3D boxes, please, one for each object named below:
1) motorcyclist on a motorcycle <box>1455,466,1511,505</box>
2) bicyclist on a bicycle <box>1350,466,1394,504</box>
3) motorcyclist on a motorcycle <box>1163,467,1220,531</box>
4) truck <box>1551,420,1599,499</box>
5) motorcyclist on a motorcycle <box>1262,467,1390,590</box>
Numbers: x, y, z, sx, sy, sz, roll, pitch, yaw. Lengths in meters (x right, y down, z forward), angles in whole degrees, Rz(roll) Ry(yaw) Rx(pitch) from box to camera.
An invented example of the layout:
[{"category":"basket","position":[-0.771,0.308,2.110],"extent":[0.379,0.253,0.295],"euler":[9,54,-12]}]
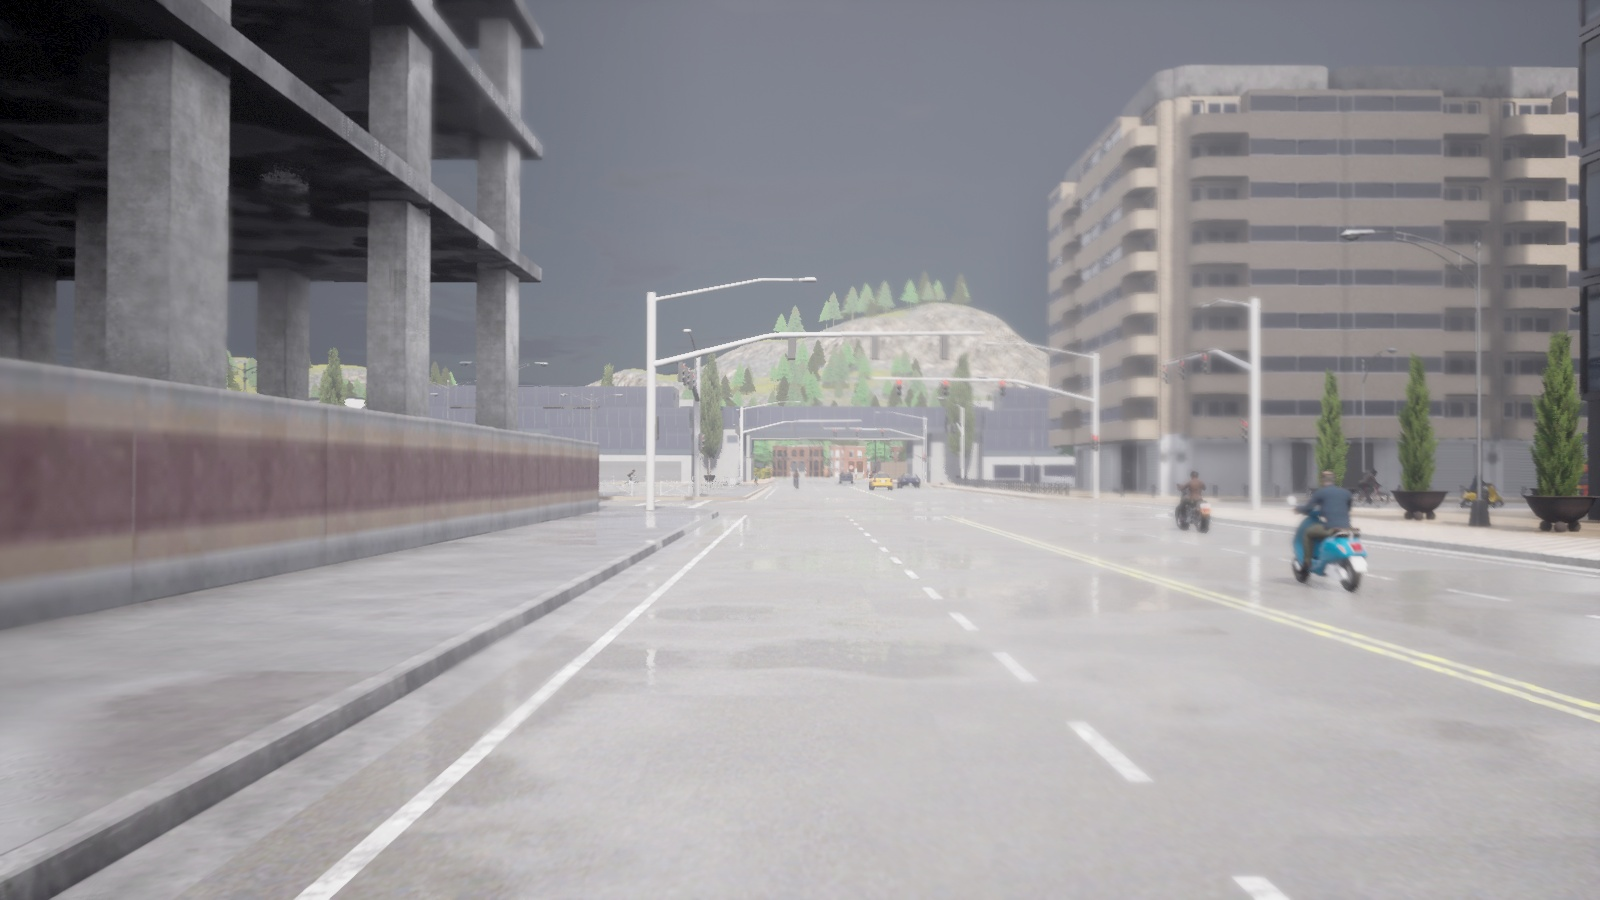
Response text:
[{"category":"motorcyclist on a motorcycle","position":[27.997,1.463,51.482],"extent":[1.817,1.590,0.866],"euler":[0,-1,0]},{"category":"bicyclist on a bicycle","position":[25.044,1.533,54.973],"extent":[1.656,1.620,0.582],"euler":[0,-1,0]},{"category":"motorcyclist on a motorcycle","position":[10.418,1.284,33.474],"extent":[0.766,1.649,2.350],"euler":[0,-1,0]},{"category":"truck","position":[42.156,0.463,61.927],"extent":[8.468,3.827,2.891],"euler":[0,-1,0]},{"category":"motorcyclist on a motorcycle","position":[7.120,1.026,17.111],"extent":[0.866,1.590,1.817],"euler":[0,-1,-5]}]
